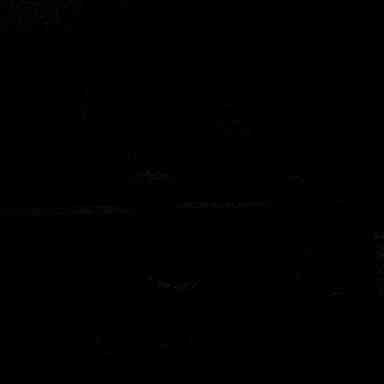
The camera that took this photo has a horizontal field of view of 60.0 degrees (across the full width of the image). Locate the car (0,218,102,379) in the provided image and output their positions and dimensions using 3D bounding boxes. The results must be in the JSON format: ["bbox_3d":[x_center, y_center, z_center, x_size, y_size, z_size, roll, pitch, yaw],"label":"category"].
[{"bbox_3d":[-3.615,1.315,3.979,5.009,1.841,2.192,0,0,-35],"label":"car"}]

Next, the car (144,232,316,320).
[{"bbox_3d":[1.015,1.582,7.273,4.206,1.307,1.802,0,0,-35],"label":"car"}]
